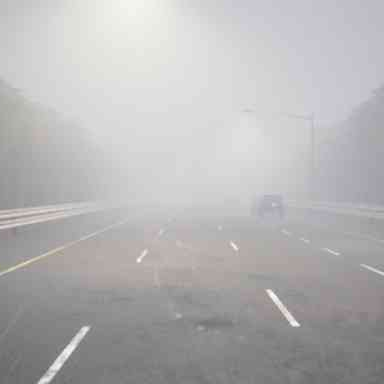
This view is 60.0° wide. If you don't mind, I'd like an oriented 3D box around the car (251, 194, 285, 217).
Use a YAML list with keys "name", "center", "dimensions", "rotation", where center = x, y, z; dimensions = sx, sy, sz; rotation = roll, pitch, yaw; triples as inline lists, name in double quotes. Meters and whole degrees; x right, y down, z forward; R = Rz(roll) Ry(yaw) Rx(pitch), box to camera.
- name: "car"
  center: [6.998, 1.225, 31.083]
  dimensions: [2.150, 2.045, 5.566]
  rotation: [0, 0, 0]

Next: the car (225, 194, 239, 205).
- name: "car"
  center: [7.010, 1.517, 59.966]
  dimensions: [1.882, 1.535, 5.008]
  rotation: [0, 0, 0]
